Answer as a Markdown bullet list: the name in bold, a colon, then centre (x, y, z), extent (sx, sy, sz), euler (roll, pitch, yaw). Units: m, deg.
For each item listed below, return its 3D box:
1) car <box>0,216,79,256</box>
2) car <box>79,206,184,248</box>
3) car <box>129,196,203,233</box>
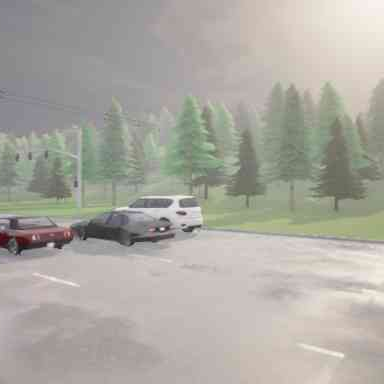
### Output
- **car**: centre (-6.839, 1.590, 13.164), extent (4.718, 1.301, 1.895), euler (0, 0, 36)
- **car**: centre (-3.236, 1.538, 14.890), extent (5.357, 1.411, 2.033), euler (0, 0, 36)
- **car**: centre (-2.025, 1.212, 18.327), extent (5.566, 2.045, 2.150), euler (0, 0, 36)
